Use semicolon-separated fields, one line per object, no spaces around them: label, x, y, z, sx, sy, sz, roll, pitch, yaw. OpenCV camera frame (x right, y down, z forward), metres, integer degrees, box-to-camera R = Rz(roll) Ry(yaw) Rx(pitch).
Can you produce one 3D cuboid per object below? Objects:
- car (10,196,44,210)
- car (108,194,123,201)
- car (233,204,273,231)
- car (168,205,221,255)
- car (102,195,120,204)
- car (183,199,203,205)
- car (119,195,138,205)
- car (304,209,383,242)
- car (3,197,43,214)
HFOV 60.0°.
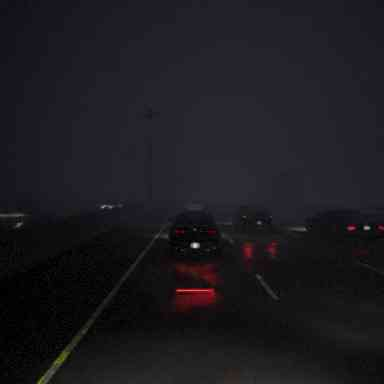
car;-21.063;1.372;42.758;1.882;1.535;5.008;0;0;0
car;-17.316;1.293;75.779;2.033;1.411;5.357;0;0;1
car;3.618;1.476;20.202;1.812;1.442;4.674;0;0;0
car;0.104;1.472;13.177;1.837;1.490;4.892;0;0;0
car;-14.021;1.460;57.448;1.895;1.301;4.718;0;0;1
car;0.108;1.446;32.509;1.812;1.442;4.674;0;0;0
car;-10.527;1.351;57.416;2.128;1.511;4.902;0;0;1
car;7.104;1.508;16.023;2.033;1.411;5.357;0;0;0
car;-17.581;1.441;34.448;1.812;1.442;4.674;0;0;0
